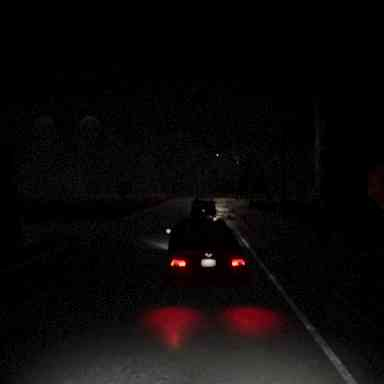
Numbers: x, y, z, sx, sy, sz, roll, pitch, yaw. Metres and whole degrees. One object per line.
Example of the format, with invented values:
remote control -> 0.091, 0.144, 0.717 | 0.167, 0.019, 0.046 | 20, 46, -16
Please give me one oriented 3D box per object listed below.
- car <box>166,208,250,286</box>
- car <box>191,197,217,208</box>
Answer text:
car -> 0.252, 1.413, 9.100 | 2.033, 1.411, 5.357 | 0, 1, -2
car -> 0.929, 1.106, 26.478 | 2.128, 1.511, 4.902 | 0, 1, 2
